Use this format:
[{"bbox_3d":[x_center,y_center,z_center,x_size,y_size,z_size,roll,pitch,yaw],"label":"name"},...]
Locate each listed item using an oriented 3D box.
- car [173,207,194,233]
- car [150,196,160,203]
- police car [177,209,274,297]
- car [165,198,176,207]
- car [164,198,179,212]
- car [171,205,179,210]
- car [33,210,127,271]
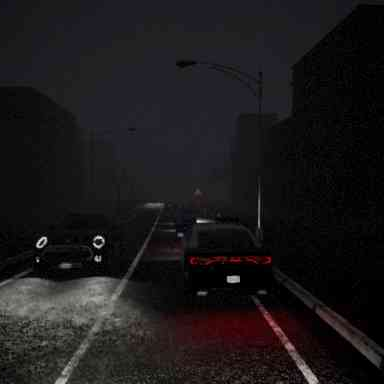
[{"bbox_3d":[0.006,1.754,18.802,1.812,1.442,4.674,0,-1,-4],"label":"car"},{"bbox_3d":[-7.382,1.496,67.280,1.895,1.301,4.718,0,2,-4],"label":"car"},{"bbox_3d":[0.651,1.472,8.857,1.930,1.638,5.238,0,-1,-3],"label":"police car"},{"bbox_3d":[-3.790,1.797,59.156,1.895,1.301,4.718,0,2,-4],"label":"car"},{"bbox_3d":[-2.792,1.954,45.402,2.128,1.511,4.902,0,-1,-4],"label":"car"},{"bbox_3d":[-0.424,1.906,24.797,1.812,1.442,4.674,0,-1,-4],"label":"car"},{"bbox_3d":[-3.533,1.441,11.253,2.097,1.767,4.553,0,-1,-3],"label":"car"}]
